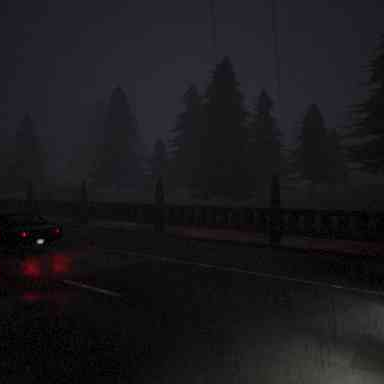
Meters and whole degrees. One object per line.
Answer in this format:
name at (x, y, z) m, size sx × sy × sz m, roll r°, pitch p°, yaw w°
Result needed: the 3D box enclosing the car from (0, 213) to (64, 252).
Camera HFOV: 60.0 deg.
car at (-7.402, 1.520, 13.570) m, size 4.718 × 1.301 × 1.895 m, roll 0°, pitch 0°, yaw 35°
